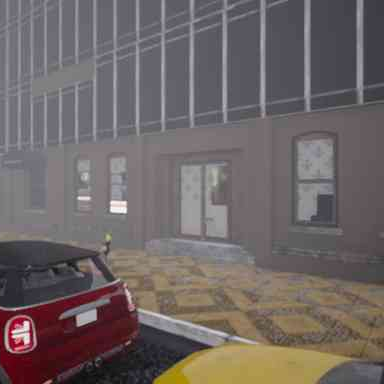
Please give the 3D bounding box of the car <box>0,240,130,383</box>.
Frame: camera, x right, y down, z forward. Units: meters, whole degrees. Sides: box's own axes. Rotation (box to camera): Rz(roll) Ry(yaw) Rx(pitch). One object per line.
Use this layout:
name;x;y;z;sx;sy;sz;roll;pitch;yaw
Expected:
car;-2.755;1.437;4.886;4.097;1.590;1.967;0;0;36

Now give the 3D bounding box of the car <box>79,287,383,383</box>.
car;1.678;1.526;1.668;4.829;1.417;1.752;0;0;36
